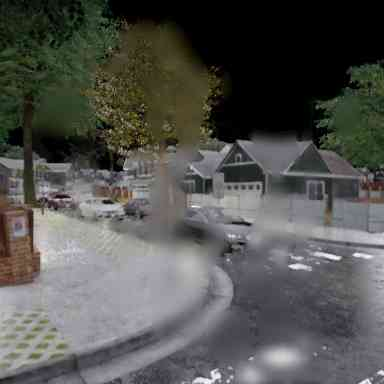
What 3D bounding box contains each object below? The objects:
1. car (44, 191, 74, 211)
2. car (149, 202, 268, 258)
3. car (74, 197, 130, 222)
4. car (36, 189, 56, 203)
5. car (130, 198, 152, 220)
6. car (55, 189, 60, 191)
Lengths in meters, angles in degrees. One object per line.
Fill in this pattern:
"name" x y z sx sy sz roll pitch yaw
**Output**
"car" -12.095 0.885 30.821 1.812 1.442 4.674 0 1 -34
"car" 0.610 1.292 12.177 2.128 1.511 4.902 0 1 -34
"car" -6.083 1.103 22.006 1.812 1.442 4.674 0 1 -35
"car" -17.785 0.683 39.218 1.994 1.385 4.181 0 1 -33
"car" -3.522 1.137 23.387 2.033 1.411 5.357 0 1 -34
"car" -21.289 0.280 51.771 1.837 1.490 4.892 0 2 -20
